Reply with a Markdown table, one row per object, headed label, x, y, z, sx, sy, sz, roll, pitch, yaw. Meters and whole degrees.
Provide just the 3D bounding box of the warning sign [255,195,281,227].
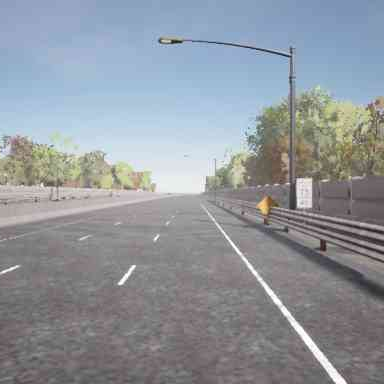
| label | x | y | z | sx | sy | sz | roll | pitch | yaw |
| --- | --- | --- | --- | --- | --- | --- | --- | --- | --- |
| warning sign | 4.543 | 1.119 | 20.000 | 1.300 | 1.860 | 1.060 | 0 | 0 | 0 |
